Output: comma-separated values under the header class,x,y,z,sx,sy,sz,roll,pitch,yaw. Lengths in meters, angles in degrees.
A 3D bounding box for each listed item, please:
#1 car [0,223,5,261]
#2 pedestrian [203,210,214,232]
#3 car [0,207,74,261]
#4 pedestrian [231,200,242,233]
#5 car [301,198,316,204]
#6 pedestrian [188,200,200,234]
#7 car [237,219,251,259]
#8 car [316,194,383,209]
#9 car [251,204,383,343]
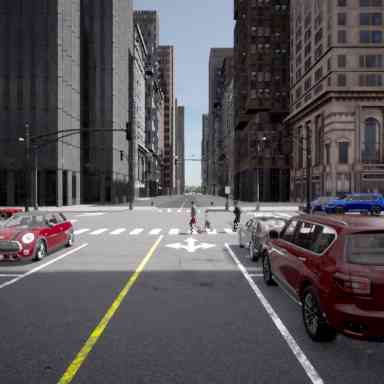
class,x,y,z,sx,sy,sz,roll,pitch,yaw
car,-5.783,1.525,6.211,1.752,1.417,4.829,0,0,0
pedestrian,0.952,1.578,18.685,0.375,1.300,0.375,0,0,0
car,-5.799,1.439,11.983,1.967,1.590,4.097,0,0,0
pedestrian,2.453,1.293,18.086,0.375,1.860,0.375,0,0,0
car,13.302,1.289,34.119,4.553,1.767,2.097,0,0,0
pedestrian,0.076,1.292,17.482,0.375,1.860,0.375,0,0,0
car,2.727,1.550,12.008,2.008,1.369,4.403,0,0,0
car,14.975,1.167,30.883,5.566,2.045,2.150,0,0,-2
car,2.741,1.314,6.406,2.192,1.841,5.009,0,0,0
